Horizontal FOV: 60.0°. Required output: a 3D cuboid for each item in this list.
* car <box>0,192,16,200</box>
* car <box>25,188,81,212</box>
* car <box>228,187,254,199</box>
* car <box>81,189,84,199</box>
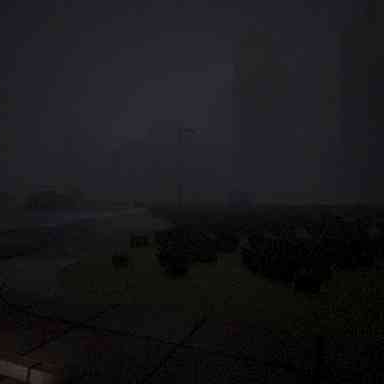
[{"bbox_3d":[-29.390,0.659,51.132,1.816,1.474,4.193,0,1,24],"label":"car"},{"bbox_3d":[-12.688,0.757,30.098,1.932,1.855,4.605,0,1,24],"label":"car"},{"bbox_3d":[5.434,0.575,36.708,2.242,1.667,4.611,0,1,24],"label":"car"},{"bbox_3d":[-16.789,0.436,46.303,1.905,1.878,3.866,0,1,24],"label":"car"}]
